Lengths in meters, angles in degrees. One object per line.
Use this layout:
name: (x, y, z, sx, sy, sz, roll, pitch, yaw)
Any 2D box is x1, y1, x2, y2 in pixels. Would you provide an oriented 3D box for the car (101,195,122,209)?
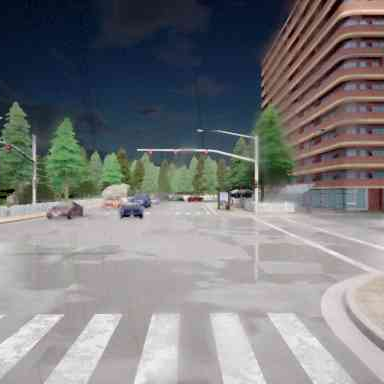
car: (-10.501, 1.351, 44.157, 2.097, 1.767, 4.553, 0, 0, 1)

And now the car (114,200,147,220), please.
car: (-5.389, 1.616, 28.677, 1.895, 1.301, 4.718, 0, 0, -16)

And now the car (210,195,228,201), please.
car: (6.723, 1.524, 81.955, 1.812, 1.442, 4.674, 0, 0, 44)

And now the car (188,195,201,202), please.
car: (0.896, 1.478, 73.572, 1.882, 1.535, 5.008, 0, 0, 30)

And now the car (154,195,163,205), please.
car: (-6.751, 1.600, 57.787, 1.895, 1.301, 4.718, 0, 0, 4)

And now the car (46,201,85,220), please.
car: (-10.561, 1.530, 28.098, 1.812, 1.442, 4.674, 0, 0, 0)

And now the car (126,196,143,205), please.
car: (-10.123, 1.478, 58.681, 1.882, 1.535, 5.008, 0, 0, 4)

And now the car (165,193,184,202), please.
car: (-3.432, 1.355, 72.633, 2.097, 1.767, 4.553, 0, 0, 23)

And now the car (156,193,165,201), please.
car: (-6.922, 1.225, 73.373, 2.150, 2.045, 5.566, 0, 0, 23)

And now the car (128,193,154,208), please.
car: (-7.008, 1.222, 46.076, 2.150, 2.045, 5.566, 0, 0, 0)

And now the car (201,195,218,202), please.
car: (4.439, 1.595, 72.778, 1.895, 1.301, 4.718, 0, 0, 30)
